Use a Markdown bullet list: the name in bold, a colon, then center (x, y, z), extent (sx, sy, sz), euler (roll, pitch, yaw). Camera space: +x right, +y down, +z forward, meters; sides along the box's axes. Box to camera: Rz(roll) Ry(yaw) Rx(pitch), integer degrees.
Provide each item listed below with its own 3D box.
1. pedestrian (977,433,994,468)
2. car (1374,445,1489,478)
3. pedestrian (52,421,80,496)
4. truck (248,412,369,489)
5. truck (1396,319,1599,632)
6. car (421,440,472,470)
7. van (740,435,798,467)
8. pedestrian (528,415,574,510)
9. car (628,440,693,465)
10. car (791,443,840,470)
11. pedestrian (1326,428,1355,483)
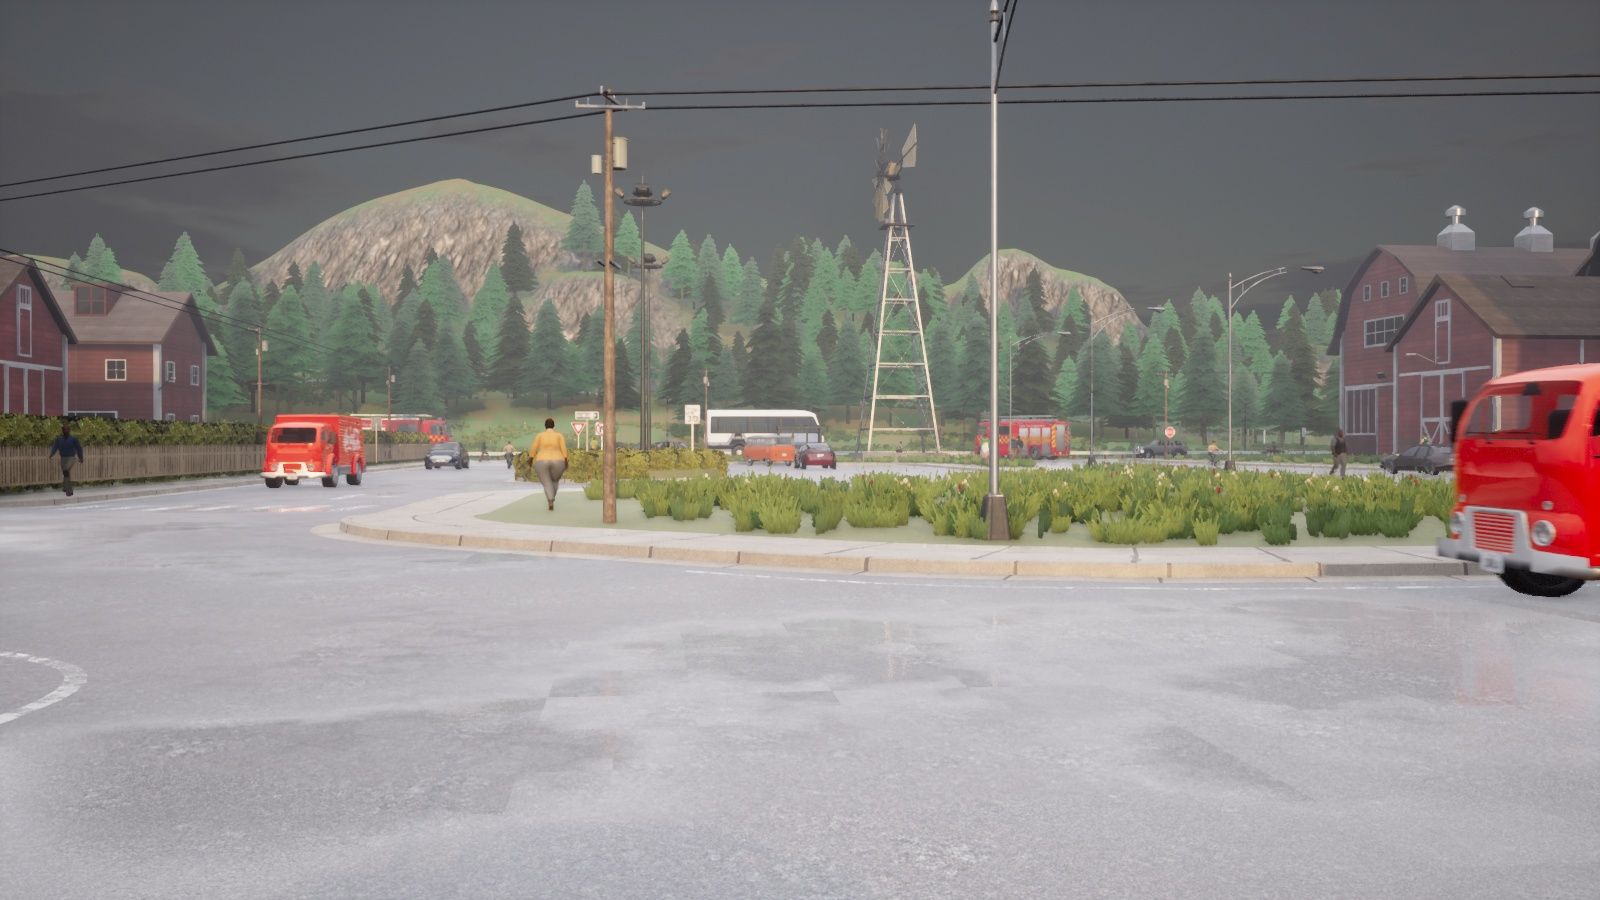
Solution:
- **pedestrian**: center (10.208, 0.020, 69.030), extent (0.659, 1.952, 0.873), euler (0, 0, -14)
- **car**: center (28.780, 0.493, 57.490), extent (2.033, 1.411, 5.357), euler (0, 0, -8)
- **pedestrian**: center (-18.392, 0.209, 31.484), extent (0.370, 1.835, 0.726), euler (0, 0, -9)
- **truck**: center (-16.673, 0.004, 42.977), extent (2.627, 2.467, 5.204), euler (0, 0, -7)
- **truck**: center (8.660, 0.211, 11.426), extent (5.204, 2.467, 2.627), euler (1, 1, -6)
- **car**: center (-20.063, 0.257, 71.442), extent (2.033, 1.649, 4.856), euler (0, 0, -7)
- **van**: center (-2.024, 0.039, 80.648), extent (1.775, 1.987, 4.442), euler (0, 0, -30)
- **pedestrian**: center (-4.932, 0.238, 24.841), extent (0.874, 1.855, 0.900), euler (0, 0, -13)
- **car**: center (-9.392, 0.160, 84.454), extent (3.988, 1.617, 1.851), euler (0, 0, 9)
- **car**: center (0.843, 0.343, 71.481), extent (2.163, 1.488, 4.792), euler (0, 0, -7)
- **pedestrian**: center (18.677, 0.172, 43.394), extent (0.563, 1.883, 0.849), euler (0, 0, -8)
